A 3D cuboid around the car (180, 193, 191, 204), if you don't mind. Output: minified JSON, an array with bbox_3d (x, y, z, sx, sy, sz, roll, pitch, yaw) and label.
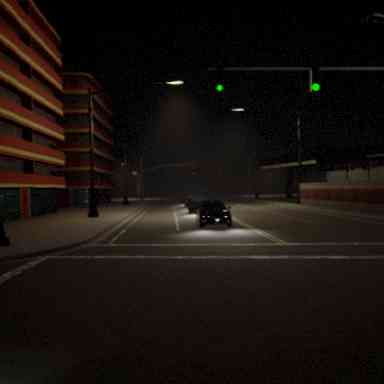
[{"bbox_3d":[-0.069,1.043,40.591,2.128,1.511,4.902,-1,1,-3],"label":"car"}]

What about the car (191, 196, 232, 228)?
[{"bbox_3d":[1.226,1.261,20.589,1.837,1.490,4.892,-1,1,-4],"label":"car"}]

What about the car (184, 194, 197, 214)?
[{"bbox_3d":[0.582,1.218,30.542,1.994,1.385,4.181,-1,1,-4],"label":"car"}]

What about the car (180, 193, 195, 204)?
[{"bbox_3d":[-0.721,0.938,50.851,2.128,1.511,4.902,-1,1,-3],"label":"car"}]
